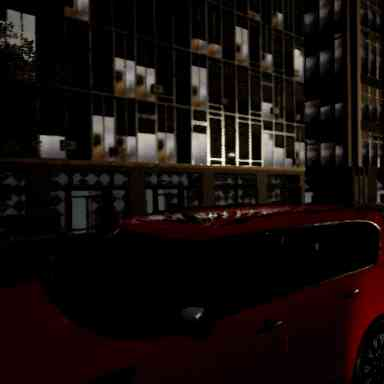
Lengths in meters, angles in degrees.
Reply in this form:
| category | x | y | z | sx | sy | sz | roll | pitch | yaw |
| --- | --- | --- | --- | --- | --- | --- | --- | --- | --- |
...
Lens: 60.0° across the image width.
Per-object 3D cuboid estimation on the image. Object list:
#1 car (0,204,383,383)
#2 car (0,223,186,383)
| category | x | y | z | sx | sy | sz | roll | pitch | yaw |
| --- | --- | --- | --- | --- | --- | --- | --- | --- | --- |
| car | 0.073 | 1.211 | 3.397 | 5.566 | 2.045 | 2.150 | -1 | 0 | -35 |
| car | -2.338 | 1.437 | 4.923 | 4.097 | 1.590 | 1.967 | 0 | -1 | -35 |
